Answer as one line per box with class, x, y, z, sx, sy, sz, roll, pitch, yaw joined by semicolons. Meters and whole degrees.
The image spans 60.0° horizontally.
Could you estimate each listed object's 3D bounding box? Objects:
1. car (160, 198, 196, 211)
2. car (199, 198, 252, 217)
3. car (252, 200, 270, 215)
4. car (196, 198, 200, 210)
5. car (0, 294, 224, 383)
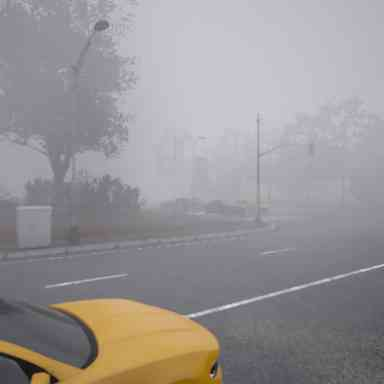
car;-1.912;1.587;39.674;1.895;1.301;4.718;0;0;-33
car;3.092;1.473;31.783;1.882;1.535;5.008;0;0;-32
car;5.822;1.472;34.013;1.882;1.535;5.008;0;0;-32
car;0.726;1.475;42.031;2.128;1.511;4.902;0;0;-33
car;-1.994;1.478;2.323;5.008;1.535;1.882;0;0;-36
